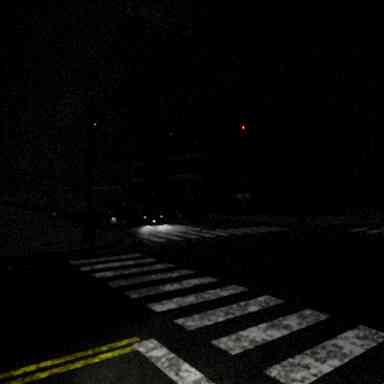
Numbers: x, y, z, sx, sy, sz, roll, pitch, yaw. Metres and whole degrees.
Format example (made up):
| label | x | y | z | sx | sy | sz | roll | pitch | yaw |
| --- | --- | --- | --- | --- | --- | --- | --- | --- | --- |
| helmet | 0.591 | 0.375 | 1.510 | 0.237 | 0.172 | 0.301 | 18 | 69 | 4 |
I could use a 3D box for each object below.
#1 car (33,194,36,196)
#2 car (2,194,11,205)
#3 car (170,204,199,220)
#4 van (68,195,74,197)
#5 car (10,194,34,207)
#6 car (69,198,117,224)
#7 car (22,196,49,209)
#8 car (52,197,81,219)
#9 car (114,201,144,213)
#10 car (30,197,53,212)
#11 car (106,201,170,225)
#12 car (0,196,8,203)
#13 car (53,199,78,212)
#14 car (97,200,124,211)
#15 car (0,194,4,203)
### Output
| label | x | y | z | sx | sy | sz | roll | pitch | yaw |
| --- | --- | --- | --- | --- | --- | --- | --- | --- | --- |
| car | -36.220 | 1.613 | 79.441 | 1.967 | 1.590 | 4.097 | 1 | 0 | -35 |
| car | -33.177 | 1.618 | 61.316 | 2.008 | 1.369 | 4.403 | 1 | 0 | -35 |
| car | -1.083 | 1.698 | 30.043 | 1.947 | 1.339 | 4.313 | 1 | 0 | -35 |
| van | -20.248 | 1.485 | 56.988 | 1.690 | 1.788 | 3.998 | 1 | 0 | -35 |
| car | -26.787 | 1.496 | 52.336 | 1.967 | 1.590 | 4.097 | 1 | 0 | -35 |
| car | -7.621 | 1.485 | 25.393 | 1.967 | 1.590 | 4.097 | 1 | 0 | -35 |
| car | -20.399 | 1.598 | 43.354 | 2.008 | 1.369 | 4.403 | 1 | 0 | -35 |
| car | -10.815 | 1.484 | 29.884 | 1.967 | 1.590 | 4.097 | 1 | 0 | -35 |
| car | -7.472 | 1.713 | 39.025 | 1.802 | 1.307 | 4.206 | 1 | 0 | -35 |
| car | -17.205 | 1.627 | 38.864 | 1.802 | 1.307 | 4.206 | 1 | 0 | -35 |
| car | -4.185 | 1.620 | 24.907 | 2.033 | 1.411 | 5.357 | 1 | 0 | -37 |
| car | -42.760 | 1.667 | 74.788 | 1.802 | 1.307 | 4.206 | 1 | 0 | -35 |
| car | -15.693 | 1.637 | 41.139 | 1.994 | 1.385 | 4.181 | 1 | 0 | -35 |
| car | -10.667 | 1.699 | 43.515 | 1.947 | 1.339 | 4.313 | 1 | 0 | -35 |
| car | -39.566 | 1.624 | 70.298 | 1.887 | 1.381 | 4.507 | 1 | 0 | -35 |
